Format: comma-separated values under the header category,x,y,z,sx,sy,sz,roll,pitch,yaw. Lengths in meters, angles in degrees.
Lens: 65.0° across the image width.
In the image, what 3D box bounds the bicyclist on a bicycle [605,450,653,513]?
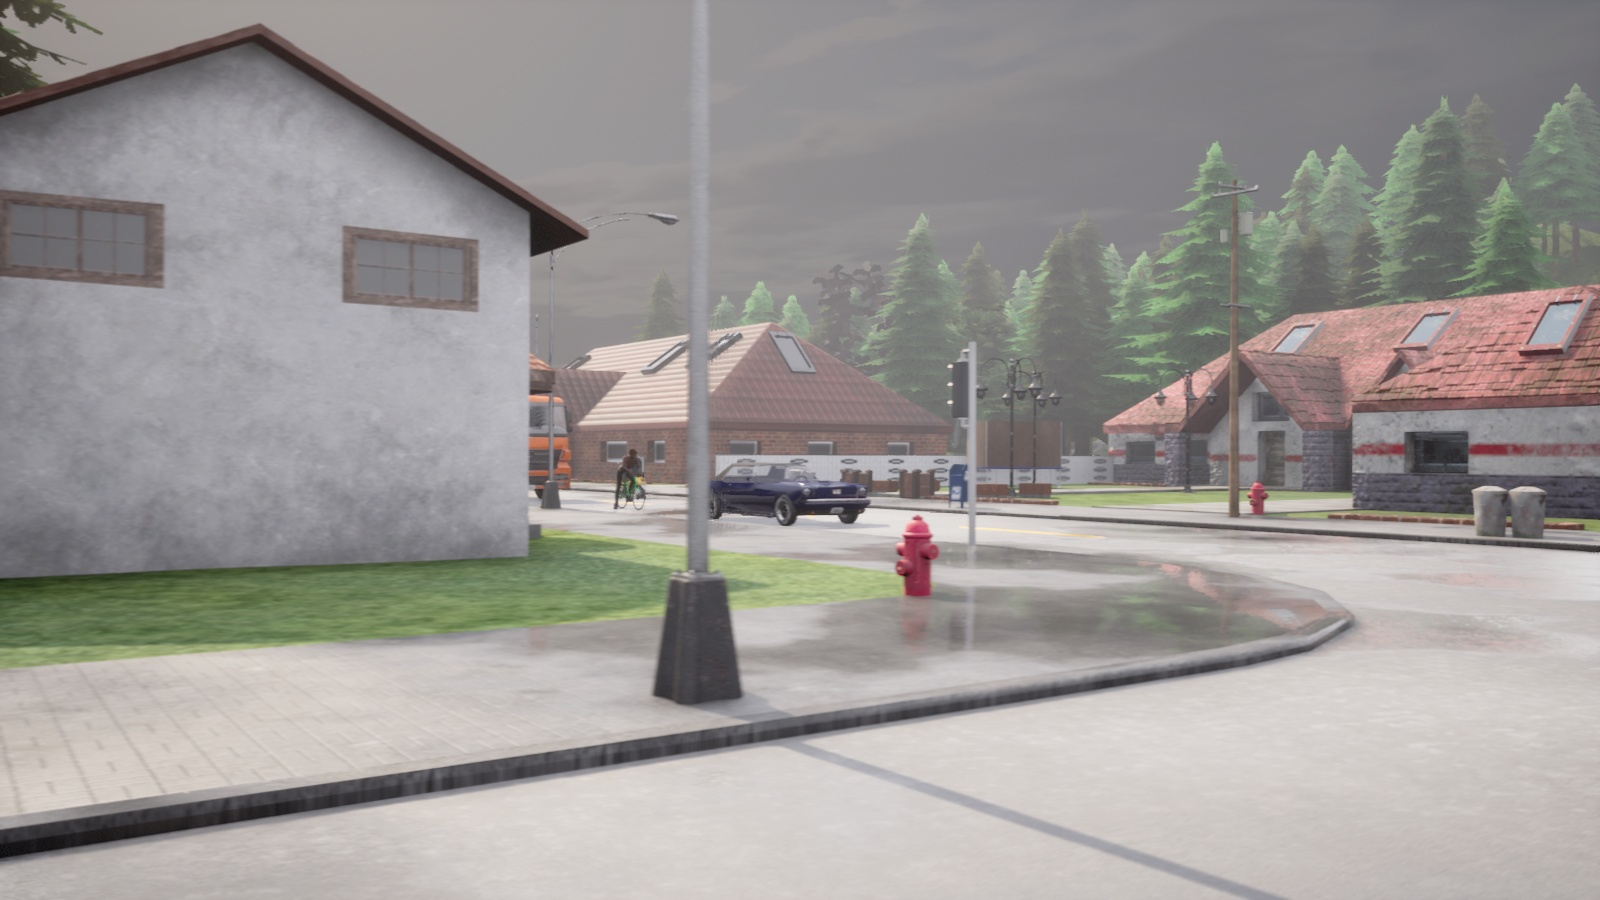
category,x,y,z,sx,sy,sz,roll,pitch,yaw
bicyclist on a bicycle,-4.574,0.814,33.477,0.582,1.620,1.656,0,0,-35

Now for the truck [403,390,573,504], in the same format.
category,x,y,z,sx,sy,sz,roll,pitch,yaw
truck,-10.662,-0.087,42.221,2.891,3.462,7.936,0,0,-35

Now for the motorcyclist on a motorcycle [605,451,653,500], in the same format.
category,x,y,z,sx,sy,sz,roll,pitch,yaw
motorcyclist on a motorcycle,-5.745,0.845,42.156,0.866,1.590,1.817,0,0,-35

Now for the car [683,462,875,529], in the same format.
category,x,y,z,sx,sy,sz,roll,pitch,yaw
car,-0.571,0.939,27.727,1.895,1.301,4.718,0,0,-35
